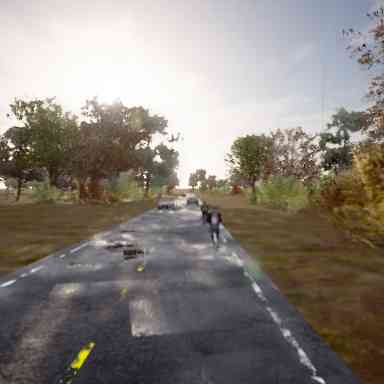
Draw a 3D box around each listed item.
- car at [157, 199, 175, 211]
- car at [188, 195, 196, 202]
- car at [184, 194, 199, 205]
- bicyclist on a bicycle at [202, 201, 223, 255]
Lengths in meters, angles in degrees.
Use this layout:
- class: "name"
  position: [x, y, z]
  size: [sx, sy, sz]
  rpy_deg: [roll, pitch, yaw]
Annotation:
- class: "car"
  position: [-3.083, 1.494, 40.314]
  size: [1.994, 1.385, 4.181]
  rpy_deg: [0, 0, 0]
- class: "car"
  position: [0.008, 1.443, 73.766]
  size: [1.895, 1.301, 4.718]
  rpy_deg: [0, 0, 0]
- class: "car"
  position: [0.106, 1.385, 55.764]
  size: [2.128, 1.511, 4.902]
  rpy_deg: [0, 0, 0]
- class: "bicyclist on a bicycle"
  position: [0.827, 1.353, 12.384]
  size: [0.659, 1.776, 1.843]
  rpy_deg: [0, 0, 0]
